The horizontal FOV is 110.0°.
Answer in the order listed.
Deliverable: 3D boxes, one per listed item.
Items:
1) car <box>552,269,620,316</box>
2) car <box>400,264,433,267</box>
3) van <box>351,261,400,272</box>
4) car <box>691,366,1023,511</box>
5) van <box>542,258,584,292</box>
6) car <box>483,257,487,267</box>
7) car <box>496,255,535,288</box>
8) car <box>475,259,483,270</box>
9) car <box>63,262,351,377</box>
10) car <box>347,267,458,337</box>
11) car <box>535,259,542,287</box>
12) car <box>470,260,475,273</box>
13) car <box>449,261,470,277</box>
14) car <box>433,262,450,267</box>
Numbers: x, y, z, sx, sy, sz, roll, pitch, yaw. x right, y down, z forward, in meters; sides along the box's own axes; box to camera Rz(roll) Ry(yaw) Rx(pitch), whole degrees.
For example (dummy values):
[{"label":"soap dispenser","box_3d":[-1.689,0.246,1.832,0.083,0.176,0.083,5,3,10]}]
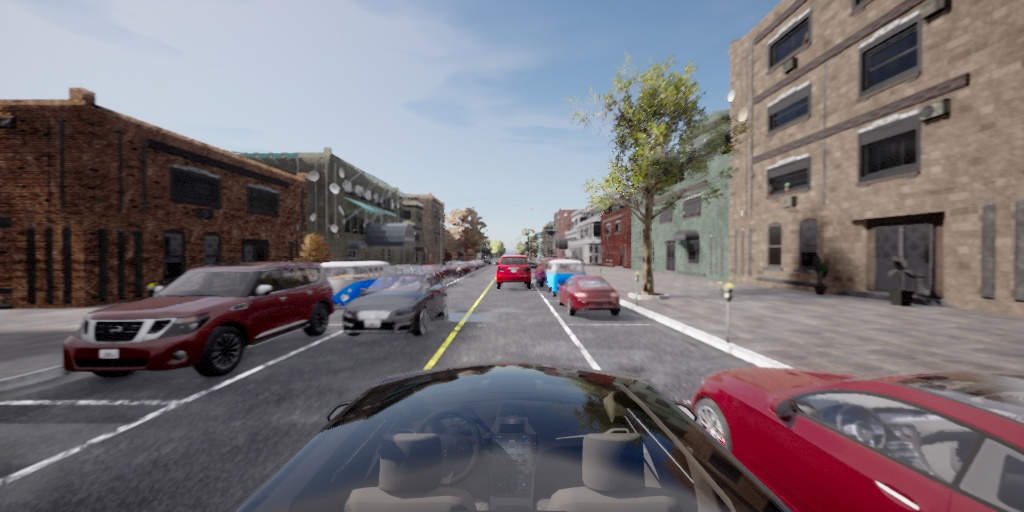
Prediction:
[{"label":"car","box_3d":[2.701,1.332,13.122,1.802,1.307,4.207,0,0,0]},{"label":"car","box_3d":[-5.677,1.188,18.672,1.967,1.591,4.097,0,0,0]},{"label":"van","box_3d":[-5.681,1.090,13.124,1.690,1.789,3.998,0,0,0]},{"label":"car","box_3d":[2.695,1.332,2.025,1.802,1.307,4.207,0,0,0]},{"label":"van","box_3d":[2.703,1.090,18.670,1.690,1.789,3.998,0,0,0]},{"label":"car","box_3d":[-5.658,1.294,57.510,2.007,1.370,4.403,0,0,0]},{"label":"car","box_3d":[0.113,0.970,23.699,2.150,2.045,5.566,0,0,0]},{"label":"car","box_3d":[-5.660,1.326,51.962,1.802,1.307,4.207,0,0,0]},{"label":"car","box_3d":[-5.683,1.064,7.575,2.192,1.841,5.009,0,0,0]},{"label":"car","box_3d":[-3.085,1.241,10.399,2.128,1.511,4.902,0,0,0]},{"label":"car","box_3d":[2.707,1.063,24.218,2.192,1.841,5.009,0,0,0]},{"label":"car","box_3d":[-5.666,1.291,40.866,1.888,1.381,4.507,0,0,0]},{"label":"car","box_3d":[-5.669,1.186,35.317,1.967,1.591,4.097,0,0,0]},{"label":"car","box_3d":[-5.674,1.293,24.221,1.888,1.381,4.507,0,0,0]}]
